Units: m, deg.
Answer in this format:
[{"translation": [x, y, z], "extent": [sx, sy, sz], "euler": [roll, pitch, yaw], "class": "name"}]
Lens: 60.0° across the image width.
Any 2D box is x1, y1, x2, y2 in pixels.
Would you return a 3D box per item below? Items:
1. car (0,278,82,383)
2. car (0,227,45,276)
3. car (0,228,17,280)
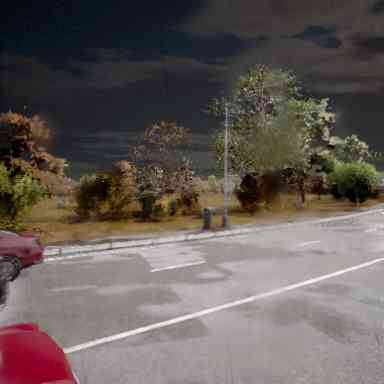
[{"translation": [-2.983, 1.609, 1.704], "extent": [4.718, 1.301, 1.895], "euler": [0, 0, -35], "class": "car"}, {"translation": [-6.209, 1.554, 8.261], "extent": [4.674, 1.442, 1.812], "euler": [0, 0, -36], "class": "car"}, {"translation": [-5.334, 1.523, 4.603], "extent": [4.892, 1.490, 1.837], "euler": [0, 0, -35], "class": "car"}]
